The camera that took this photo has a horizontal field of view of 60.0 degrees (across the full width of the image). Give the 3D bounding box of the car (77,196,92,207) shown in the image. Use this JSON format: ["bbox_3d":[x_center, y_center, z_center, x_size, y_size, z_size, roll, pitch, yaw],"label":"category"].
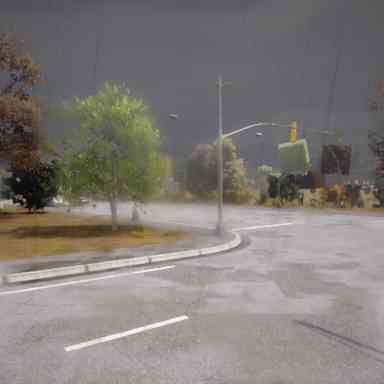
[{"bbox_3d":[-17.072,1.404,51.300,1.882,1.535,5.008,-1,0,-38],"label":"car"}]

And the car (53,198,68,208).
[{"bbox_3d":[-19.995,1.498,49.355,1.812,1.442,4.674,-1,0,-38],"label":"car"}]
